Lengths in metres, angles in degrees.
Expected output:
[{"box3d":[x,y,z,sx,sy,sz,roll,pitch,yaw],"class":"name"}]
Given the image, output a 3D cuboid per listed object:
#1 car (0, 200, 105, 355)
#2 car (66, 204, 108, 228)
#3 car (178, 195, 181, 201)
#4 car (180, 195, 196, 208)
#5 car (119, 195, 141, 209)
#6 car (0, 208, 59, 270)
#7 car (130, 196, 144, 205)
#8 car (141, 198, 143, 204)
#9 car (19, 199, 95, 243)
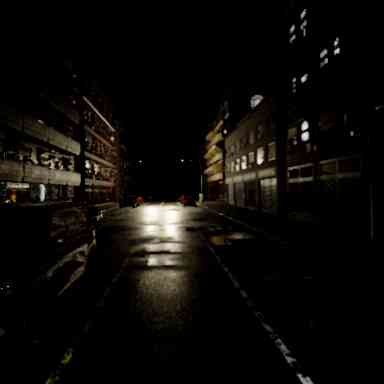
[{"box3d":[-3.350,1.250,6.402,2.150,2.045,5.566,-1,0,-4],"class":"car"},{"box3d":[-7.151,1.610,23.045,1.802,1.307,4.206,-1,0,-4],"class":"car"},{"box3d":[-1.042,1.378,57.342,1.887,1.381,4.507,-1,0,-4],"class":"car"},{"box3d":[-0.303,1.385,46.264,1.752,1.417,4.829,-1,0,-4],"class":"car"},{"box3d":[-8.655,1.293,45.540,2.192,1.841,5.009,-1,0,-4],"class":"car"},{"box3d":[-6.402,1.493,11.797,1.967,1.590,4.097,-1,0,-4],"class":"car"},{"box3d":[-9.403,1.496,56.788,1.887,1.381,4.507,-1,0,-4],"class":"car"},{"box3d":[-9.029,1.405,51.163,1.967,1.590,4.097,-1,0,-4],"class":"car"},{"box3d":[-6.778,1.356,17.421,2.192,1.841,5.009,-1,0,-4],"class":"car"}]
